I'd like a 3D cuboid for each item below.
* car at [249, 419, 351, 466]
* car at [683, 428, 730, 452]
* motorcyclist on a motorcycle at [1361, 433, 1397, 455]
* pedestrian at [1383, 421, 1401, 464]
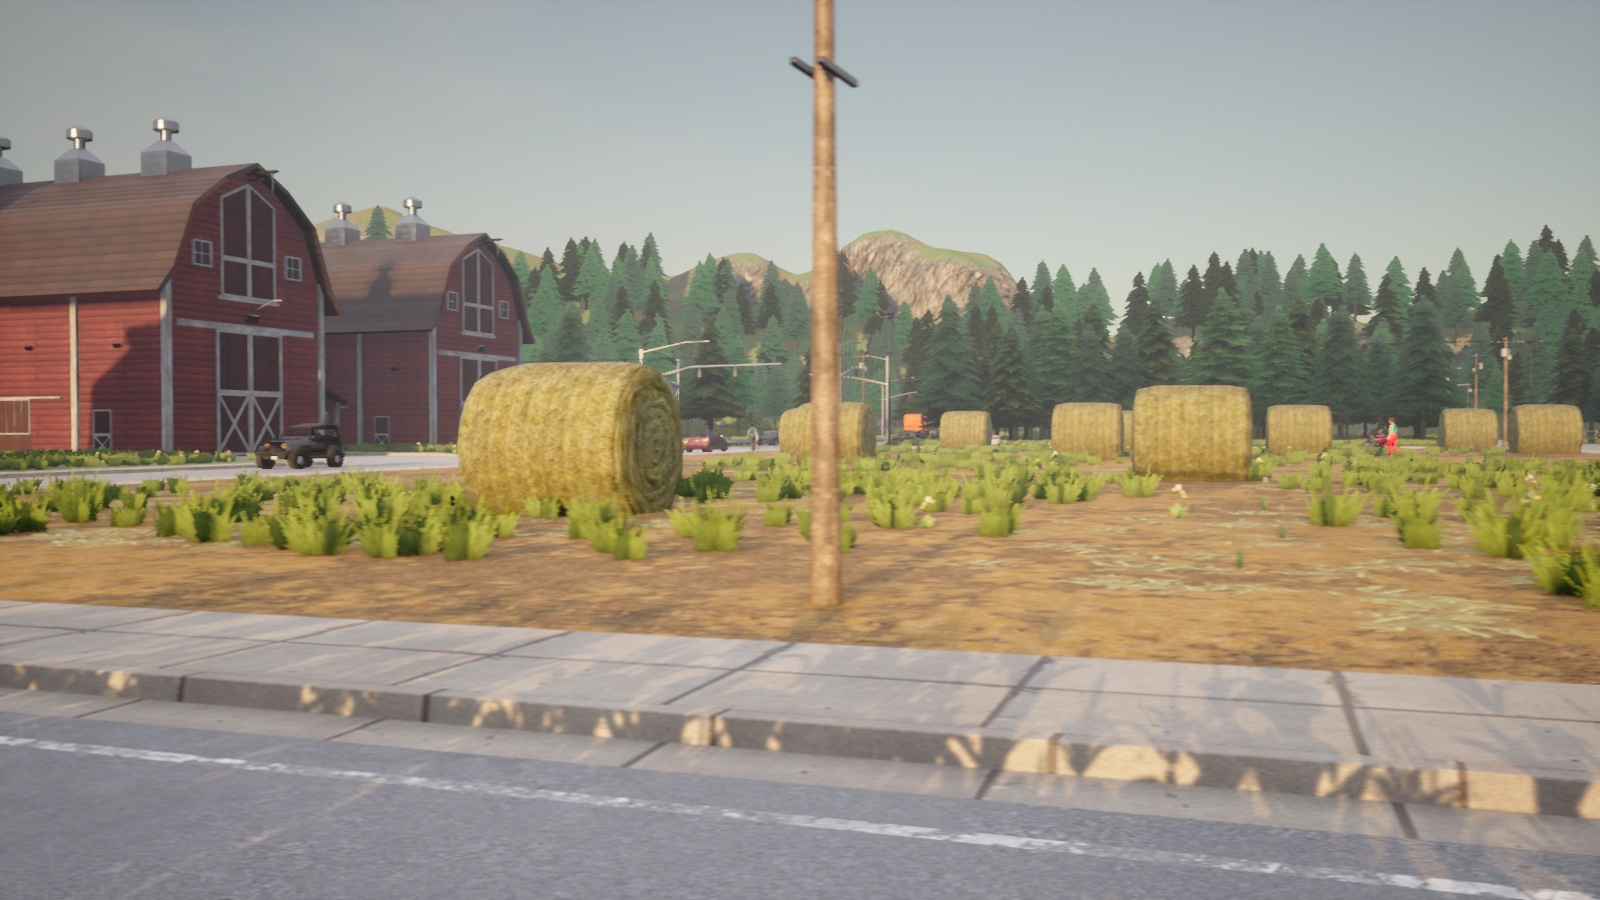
[{"bbox_3d":[-20.782,-0.321,52.362,1.905,1.878,3.866,1,1,18],"label":"car"},{"bbox_3d":[-6.357,-0.710,86.130,1.851,1.617,3.988,1,1,18],"label":"car"},{"bbox_3d":[40.711,-0.402,88.315,2.191,1.530,0.866,1,1,19],"label":"motorcyclist on a motorcycle"},{"bbox_3d":[25.614,-0.329,54.372,0.345,1.836,0.594,0,1,-29],"label":"pedestrian"}]
